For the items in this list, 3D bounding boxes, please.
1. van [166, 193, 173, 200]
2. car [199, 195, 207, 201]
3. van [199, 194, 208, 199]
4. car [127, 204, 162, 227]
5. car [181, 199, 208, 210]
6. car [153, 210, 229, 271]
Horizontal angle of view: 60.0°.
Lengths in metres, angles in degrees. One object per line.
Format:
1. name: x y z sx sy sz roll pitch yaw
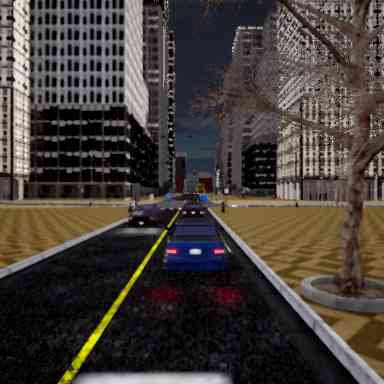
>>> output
1. van: -5.762 1.224 85.175 1.690 1.788 3.998 0 0 0
2. car: 2.620 1.435 79.608 1.887 1.381 4.507 0 0 0
3. van: 2.690 1.240 74.069 1.690 1.788 3.998 0 0 0
4. car: -3.094 1.519 22.970 2.033 1.411 5.357 0 0 0
5. car: 0.095 1.514 26.196 2.033 1.411 5.357 0 0 0
6. car: 0.093 1.534 10.825 2.033 1.411 5.357 0 0 0
